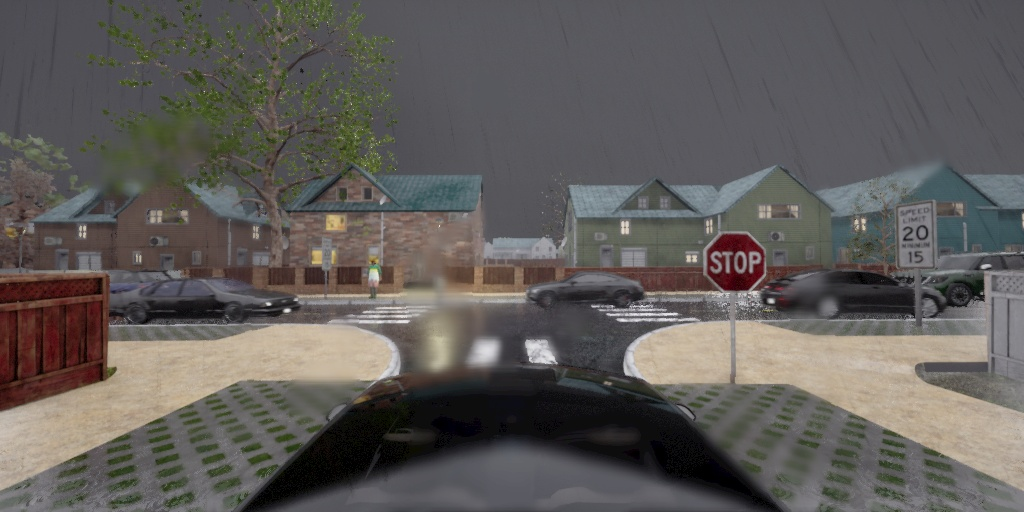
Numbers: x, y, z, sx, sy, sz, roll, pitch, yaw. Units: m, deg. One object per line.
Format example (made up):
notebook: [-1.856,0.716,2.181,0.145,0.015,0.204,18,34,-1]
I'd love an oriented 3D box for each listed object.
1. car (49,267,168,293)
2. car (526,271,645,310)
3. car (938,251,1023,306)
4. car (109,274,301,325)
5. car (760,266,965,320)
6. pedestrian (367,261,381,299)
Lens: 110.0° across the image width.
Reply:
car: [-16.307,1.349,14.645,4.553,1.767,2.097,-1,-1,1]
car: [2.906,1.333,14.454,4.674,1.442,1.812,-1,-1,1]
car: [18.319,0.889,14.308,5.566,2.045,2.150,-1,-1,1]
car: [-9.943,1.402,11.631,5.357,1.411,2.033,-1,-1,1]
car: [10.695,1.168,11.426,4.892,1.490,1.837,0,-1,1]
pedestrian: [-6.763,1.113,17.466,0.375,1.860,0.375,0,-1,1]
